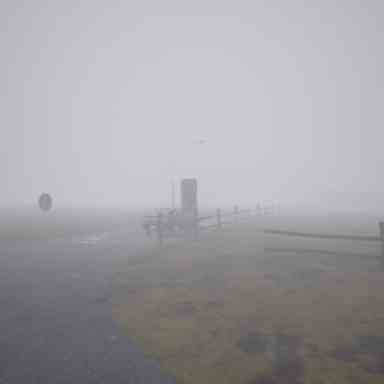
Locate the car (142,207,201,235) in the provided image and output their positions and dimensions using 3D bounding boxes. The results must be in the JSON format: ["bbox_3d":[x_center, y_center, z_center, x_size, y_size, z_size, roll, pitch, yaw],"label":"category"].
[{"bbox_3d":[-1.064,1.642,19.504,2.128,1.511,4.902,-1,-1,24],"label":"car"}]
